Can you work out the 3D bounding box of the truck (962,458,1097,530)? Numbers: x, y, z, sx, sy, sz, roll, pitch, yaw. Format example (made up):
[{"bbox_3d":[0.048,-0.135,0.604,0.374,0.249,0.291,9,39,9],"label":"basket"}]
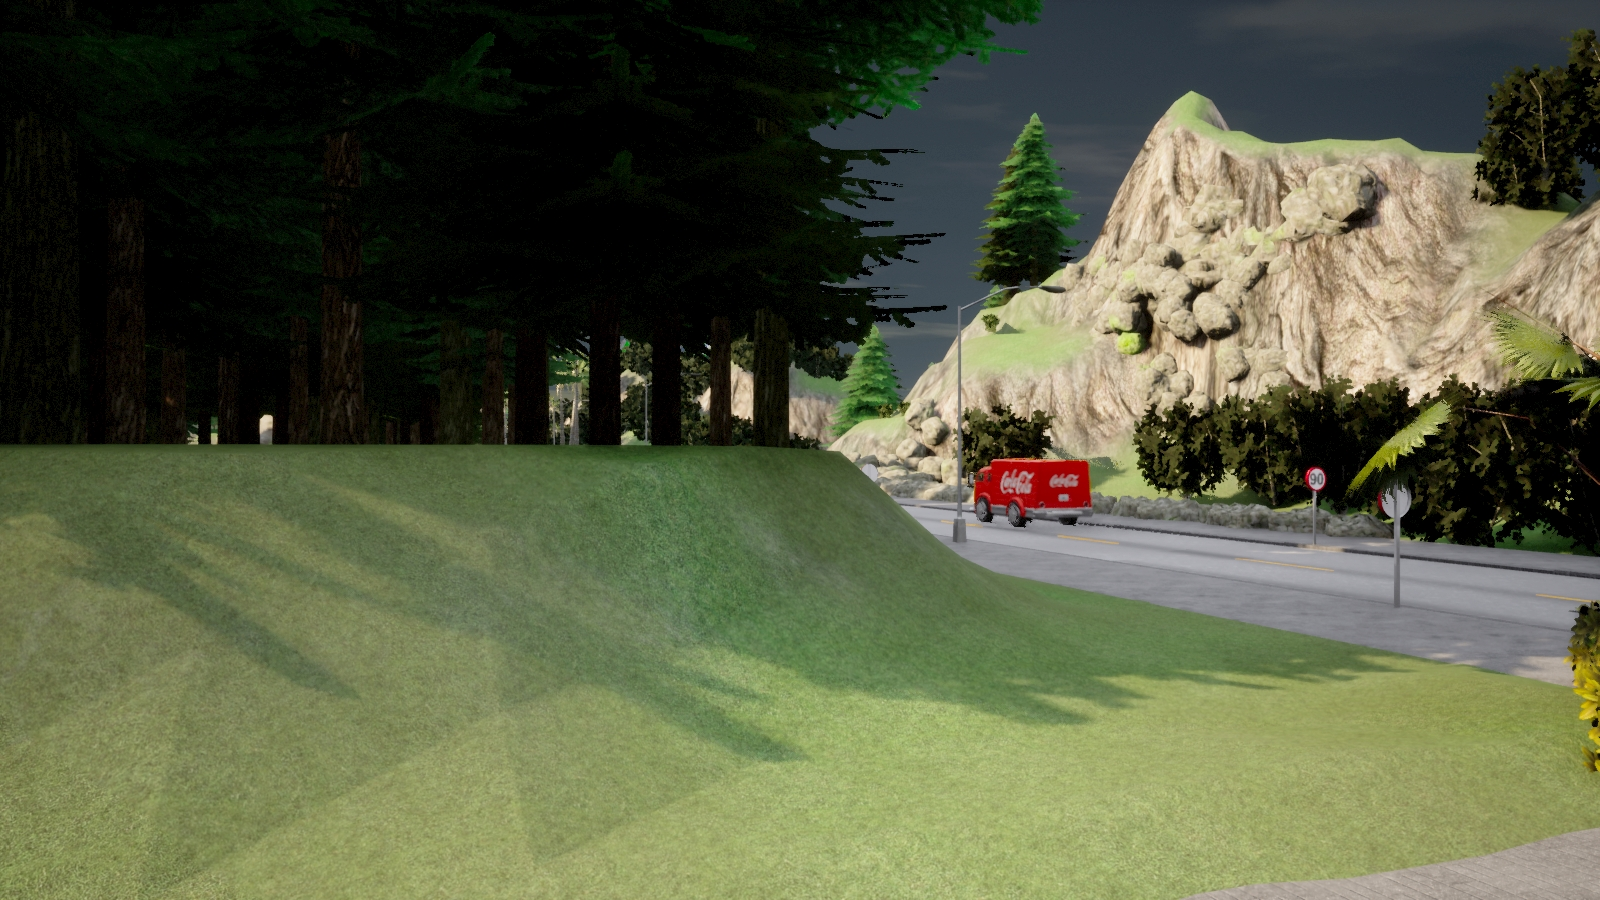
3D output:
[{"bbox_3d":[8.482,1.570,42.876,2.627,2.467,5.204,0,0,-20],"label":"truck"}]
